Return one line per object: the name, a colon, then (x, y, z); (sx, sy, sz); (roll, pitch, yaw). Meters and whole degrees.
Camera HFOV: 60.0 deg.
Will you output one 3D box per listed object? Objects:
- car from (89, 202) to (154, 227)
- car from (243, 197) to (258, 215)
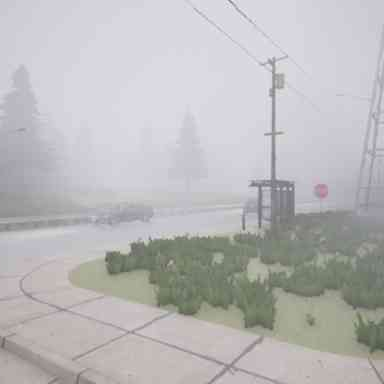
car: (-4.667, 1.451, 22.524); (2.128, 1.511, 4.902); (0, 0, 35)
car: (6.786, 1.325, 32.432); (2.097, 1.767, 4.553); (0, 0, 35)
